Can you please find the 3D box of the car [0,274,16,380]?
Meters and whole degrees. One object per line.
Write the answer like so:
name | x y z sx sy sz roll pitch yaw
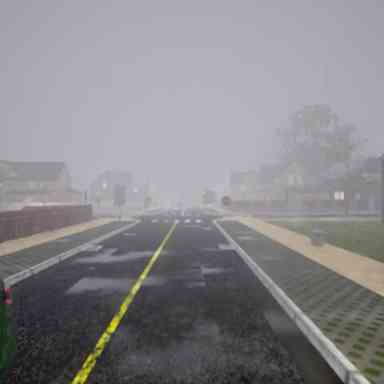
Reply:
car | -2.851 1.238 1.097 2.150 2.045 5.566 0 -1 0

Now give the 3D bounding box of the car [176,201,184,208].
car | -2.763 2.809 76.849 1.882 1.535 5.008 0 -1 0
